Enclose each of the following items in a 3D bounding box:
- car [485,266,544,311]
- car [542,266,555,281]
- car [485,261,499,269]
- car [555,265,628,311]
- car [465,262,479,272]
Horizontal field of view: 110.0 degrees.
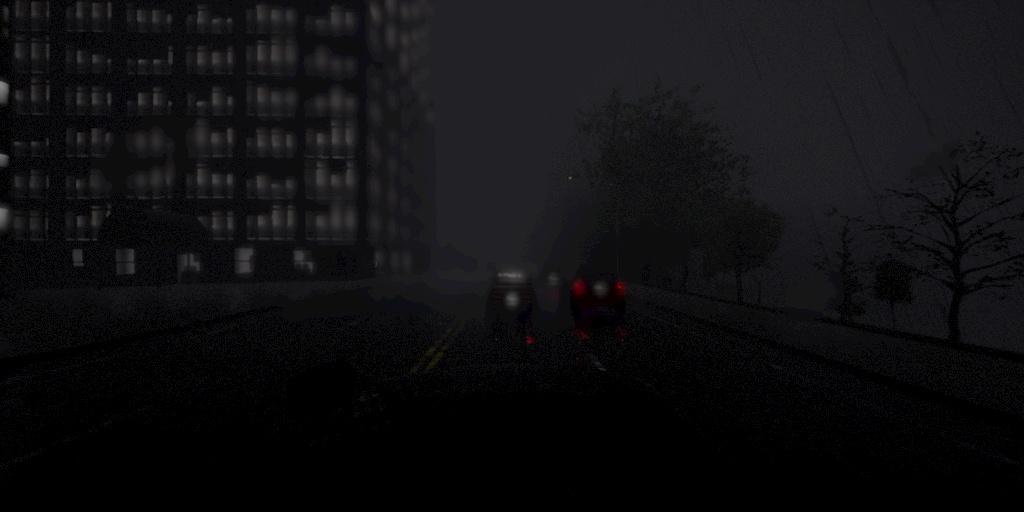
[{"bbox_3d":[0.021,1.375,15.365,2.128,1.511,4.902,0,0,0],"label":"car"},{"bbox_3d":[3.271,1.535,30.350,1.837,1.490,4.892,0,0,0],"label":"car"},{"bbox_3d":[-3.277,1.662,59.449,2.097,1.767,4.553,0,0,1],"label":"car"},{"bbox_3d":[3.272,1.232,15.266,2.097,1.767,4.553,0,-1,0],"label":"car"},{"bbox_3d":[-6.526,1.818,59.388,1.837,1.490,4.892,0,-1,1],"label":"car"}]
